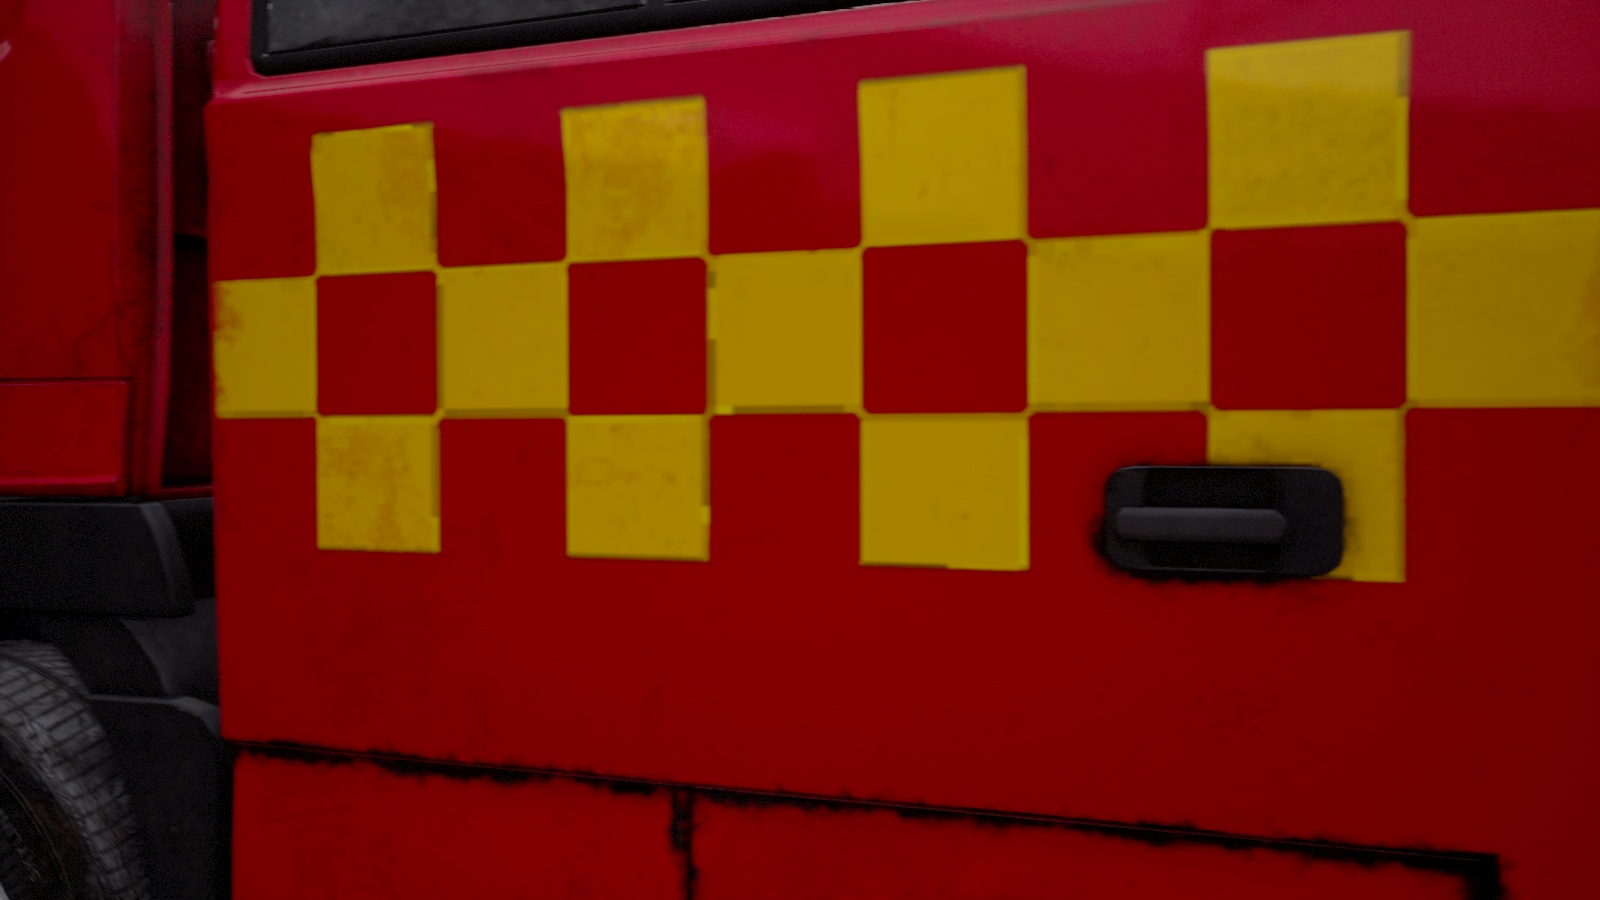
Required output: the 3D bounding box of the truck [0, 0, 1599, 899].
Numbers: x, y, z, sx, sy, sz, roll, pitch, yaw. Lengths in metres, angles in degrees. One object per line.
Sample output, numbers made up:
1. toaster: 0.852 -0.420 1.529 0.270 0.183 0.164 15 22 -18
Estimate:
1. truck: 0.854 -0.381 2.889 8.468 3.827 2.891 1 1 19
